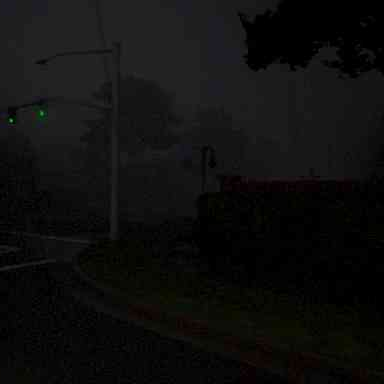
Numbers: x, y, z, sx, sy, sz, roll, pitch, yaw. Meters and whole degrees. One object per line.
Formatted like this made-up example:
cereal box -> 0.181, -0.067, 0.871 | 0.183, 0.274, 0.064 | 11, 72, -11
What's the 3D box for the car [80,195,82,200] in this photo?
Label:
car -> -16.141, 0.538, 43.621 | 3.806, 1.475, 1.970 | 1, 1, 36
